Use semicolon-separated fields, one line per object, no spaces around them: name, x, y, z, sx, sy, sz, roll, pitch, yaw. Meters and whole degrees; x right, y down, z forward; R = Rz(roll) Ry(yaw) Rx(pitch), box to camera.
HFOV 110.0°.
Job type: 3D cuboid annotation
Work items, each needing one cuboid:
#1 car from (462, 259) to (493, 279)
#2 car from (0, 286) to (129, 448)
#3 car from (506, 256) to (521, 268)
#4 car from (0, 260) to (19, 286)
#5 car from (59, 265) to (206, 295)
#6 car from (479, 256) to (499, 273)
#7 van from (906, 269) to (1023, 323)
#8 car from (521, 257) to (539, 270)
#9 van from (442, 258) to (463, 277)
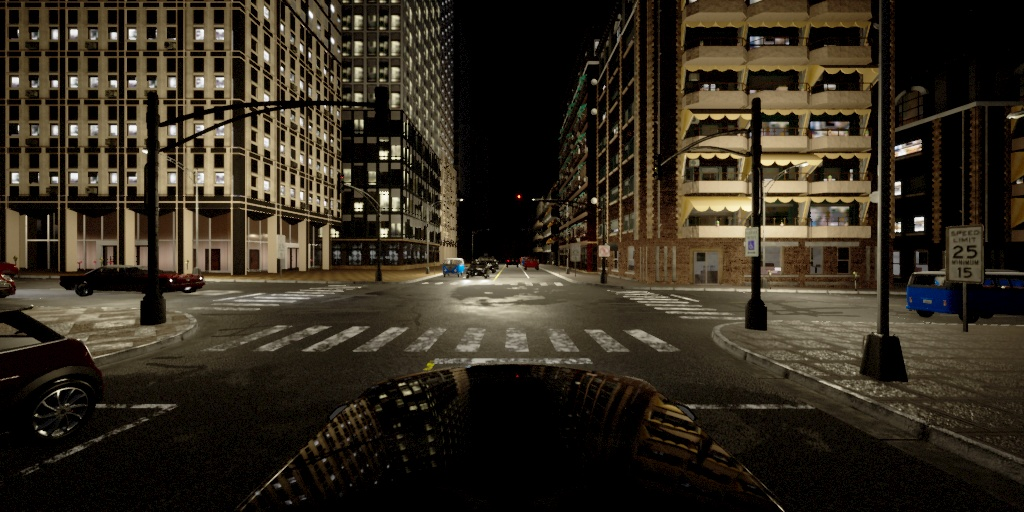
car;-3.058;1.260;32.756;1.837;1.490;4.892;0;0;0
car;-5.689;1.190;2.323;1.967;1.591;4.097;0;0;0
car;0.077;0.994;63.900;2.150;2.045;5.566;0;0;0
car;-21.133;0.818;13.109;4.097;1.591;1.967;0;0;0
car;-16.395;1.066;15.703;4.718;1.301;1.895;1;0;0
car;-3.044;0.982;42.878;2.150;2.045;5.566;0;0;1
van;16.926;1.453;13.013;3.998;1.789;1.690;0;0;0
car;2.749;1.080;51.441;2.192;1.841;5.009;0;0;0
van;-5.650;1.097;34.797;1.690;1.789;3.998;0;0;0
